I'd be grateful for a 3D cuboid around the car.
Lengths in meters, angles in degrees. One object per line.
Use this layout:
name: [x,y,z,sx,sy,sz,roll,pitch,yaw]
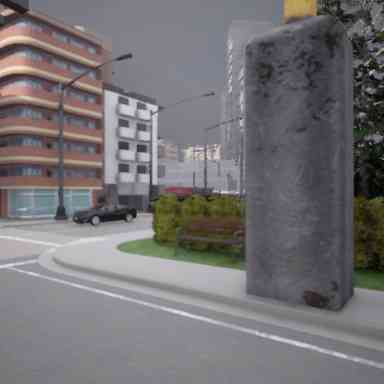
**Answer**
car: [-6.243,1.510,24.130,1.882,1.535,5.008,0,0,36]
